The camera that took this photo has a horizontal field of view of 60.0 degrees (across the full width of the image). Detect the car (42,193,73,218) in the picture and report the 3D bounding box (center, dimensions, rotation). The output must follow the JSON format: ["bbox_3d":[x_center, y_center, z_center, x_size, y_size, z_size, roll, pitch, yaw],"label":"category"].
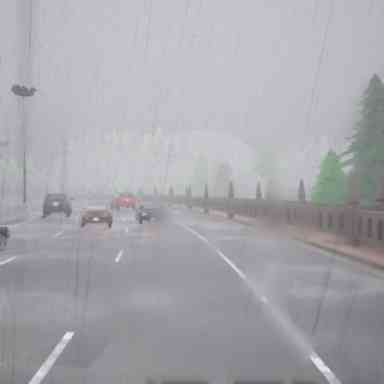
[{"bbox_3d":[-11.927,1.124,29.653,2.150,2.045,5.566,0,0,-18],"label":"car"}]

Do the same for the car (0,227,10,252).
[{"bbox_3d":[-7.707,1.567,10.670,1.895,1.301,4.718,0,0,-6],"label":"car"}]

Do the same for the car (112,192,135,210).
[{"bbox_3d":[-8.259,1.063,39.735,2.150,2.045,5.566,0,0,-23],"label":"car"}]

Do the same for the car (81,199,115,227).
[{"bbox_3d":[-6.160,1.432,21.815,1.812,1.442,4.674,0,0,-13],"label":"car"}]

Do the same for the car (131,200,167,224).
[{"bbox_3d":[-3.077,1.481,24.057,1.895,1.301,4.718,0,0,-14],"label":"car"}]
